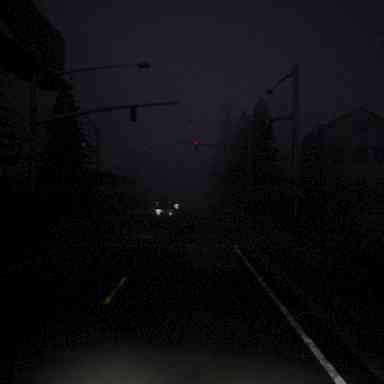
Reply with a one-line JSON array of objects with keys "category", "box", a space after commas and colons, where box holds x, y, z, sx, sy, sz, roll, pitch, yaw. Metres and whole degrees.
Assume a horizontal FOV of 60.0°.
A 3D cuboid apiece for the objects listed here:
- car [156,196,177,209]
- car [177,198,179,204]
[{"category": "car", "box": [-3.578, 1.360, 44.663, 2.097, 1.767, 4.553, 0, 0, 0]}, {"category": "car", "box": [-3.493, 1.643, 63.311, 1.895, 1.301, 4.718, 0, 0, 0]}]
